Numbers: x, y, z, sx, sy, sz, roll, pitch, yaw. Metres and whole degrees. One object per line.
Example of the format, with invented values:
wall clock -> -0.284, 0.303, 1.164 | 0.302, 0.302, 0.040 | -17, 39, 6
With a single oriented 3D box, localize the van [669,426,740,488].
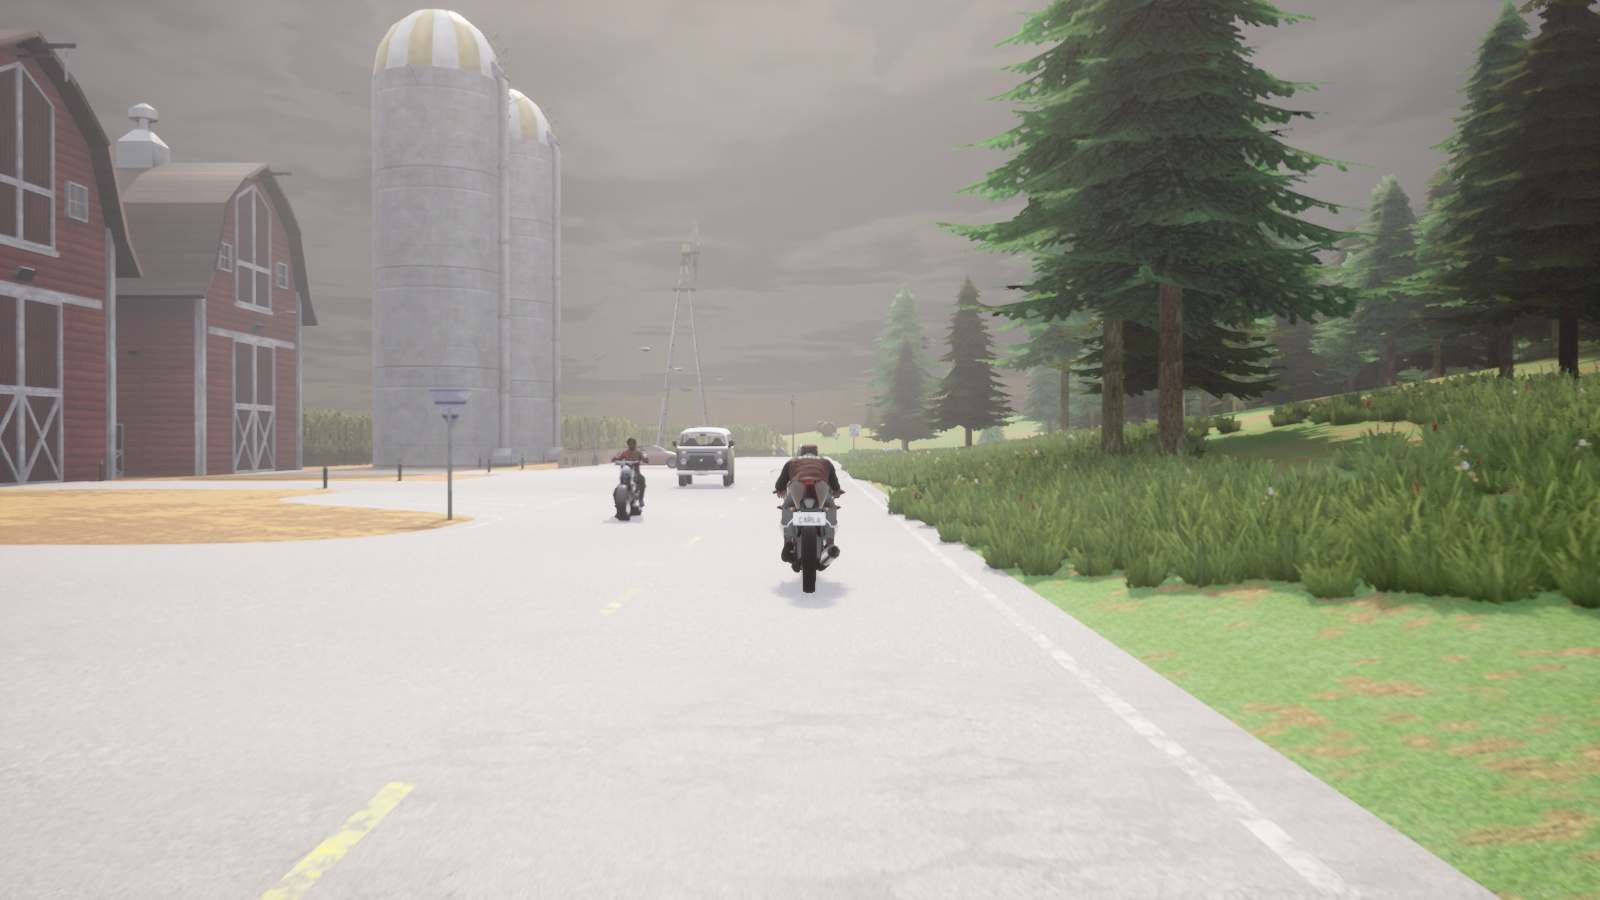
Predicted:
van -> -3.237, 0.219, 43.418 | 2.069, 2.038, 4.480 | 0, 0, 0

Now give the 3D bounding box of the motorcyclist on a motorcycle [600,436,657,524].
motorcyclist on a motorcycle -> -3.347, 0.553, 24.679 | 0.766, 1.649, 2.350 | 0, 1, 0

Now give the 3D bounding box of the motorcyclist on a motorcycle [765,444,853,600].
motorcyclist on a motorcycle -> 0.094, 0.702, 13.435 | 0.866, 1.530, 2.191 | 0, 0, 0
